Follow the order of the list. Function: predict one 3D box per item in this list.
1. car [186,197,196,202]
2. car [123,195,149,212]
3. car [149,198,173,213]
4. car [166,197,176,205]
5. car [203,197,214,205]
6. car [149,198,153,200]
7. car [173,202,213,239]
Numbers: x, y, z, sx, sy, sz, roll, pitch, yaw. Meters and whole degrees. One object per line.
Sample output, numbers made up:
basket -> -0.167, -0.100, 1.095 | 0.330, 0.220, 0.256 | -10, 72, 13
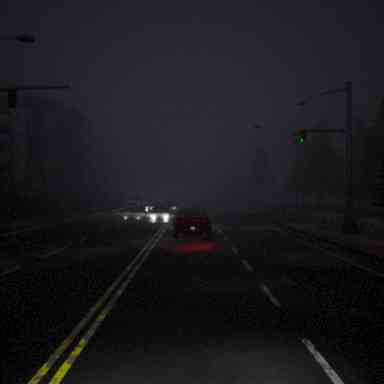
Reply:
car -> -0.254, 1.770, 65.839 | 1.882, 1.535, 5.008 | 0, 0, 0
car -> -7.240, 1.415, 42.387 | 2.150, 2.045, 5.566 | 0, 0, 0
car -> -3.742, 1.784, 40.501 | 1.895, 1.301, 4.718 | 0, 0, 0
car -> -3.765, 1.606, 56.519 | 2.097, 1.767, 4.553 | 0, 0, 0
car -> 3.246, 1.783, 65.853 | 2.128, 1.511, 4.902 | 0, 0, 0
car -> -7.253, 1.765, 60.102 | 2.128, 1.511, 4.902 | 0, 0, 0
car -> 0.031, 1.558, 18.064 | 1.882, 1.535, 5.008 | 0, 0, 0
